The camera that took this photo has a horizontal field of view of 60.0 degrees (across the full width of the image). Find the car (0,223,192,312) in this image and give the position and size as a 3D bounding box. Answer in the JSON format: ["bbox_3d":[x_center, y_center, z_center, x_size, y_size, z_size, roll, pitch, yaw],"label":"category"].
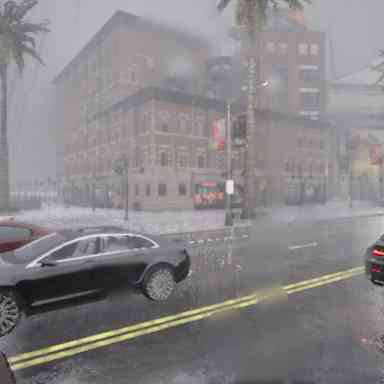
[{"bbox_3d":[-2.292,1.481,6.649,4.902,1.511,2.128,0,0,-35],"label":"car"}]

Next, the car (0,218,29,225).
[{"bbox_3d":[-5.585,1.476,8.609,5.008,1.535,1.882,0,0,-35],"label":"car"}]

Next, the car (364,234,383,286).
[{"bbox_3d":[6.054,1.455,8.011,4.892,1.490,1.837,0,0,-35],"label":"car"}]

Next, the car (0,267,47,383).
[{"bbox_3d":[-3.530,1.560,1.194,5.357,1.411,2.033,0,0,-36],"label":"car"}]
